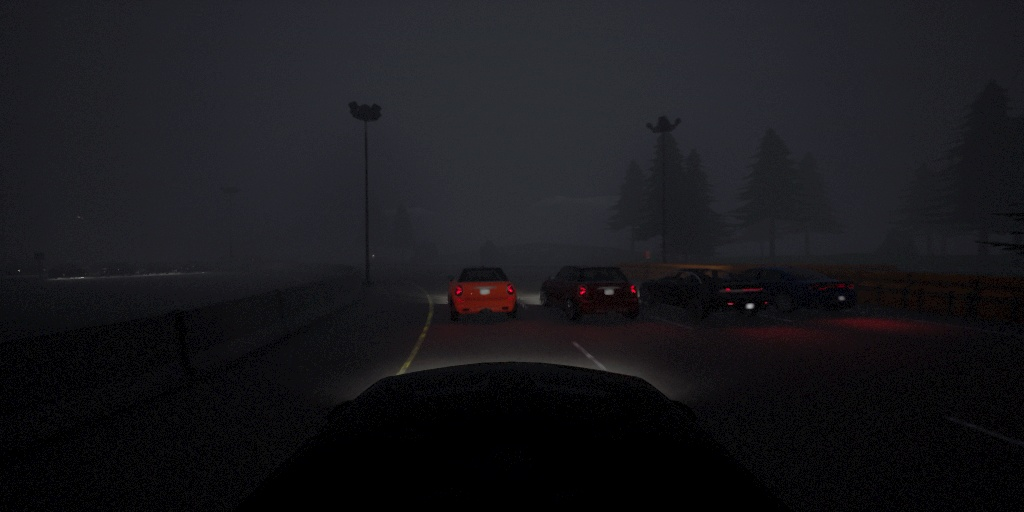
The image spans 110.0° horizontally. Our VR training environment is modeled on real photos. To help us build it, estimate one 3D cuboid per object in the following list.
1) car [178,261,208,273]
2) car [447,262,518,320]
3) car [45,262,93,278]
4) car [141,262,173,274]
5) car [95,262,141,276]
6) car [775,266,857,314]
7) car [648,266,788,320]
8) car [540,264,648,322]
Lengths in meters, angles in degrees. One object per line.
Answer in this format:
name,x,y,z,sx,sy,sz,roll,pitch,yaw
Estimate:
car,-41.789,1.396,46.878,4.674,1.442,1.812,0,0,27
car,-1.208,1.082,12.893,2.097,1.767,4.553,-1,0,-11
car,-46.042,1.540,37.232,4.181,1.385,1.994,0,1,27
car,-43.520,1.471,43.819,4.181,1.385,1.994,0,0,27
car,-44.268,1.444,40.259,4.892,1.490,1.837,0,0,27
car,9.525,1.109,13.237,1.882,1.535,5.008,0,0,-9
car,6.159,1.157,12.224,2.128,1.511,4.902,0,0,-9
car,2.447,1.051,12.438,2.097,1.767,4.553,-1,0,-10
